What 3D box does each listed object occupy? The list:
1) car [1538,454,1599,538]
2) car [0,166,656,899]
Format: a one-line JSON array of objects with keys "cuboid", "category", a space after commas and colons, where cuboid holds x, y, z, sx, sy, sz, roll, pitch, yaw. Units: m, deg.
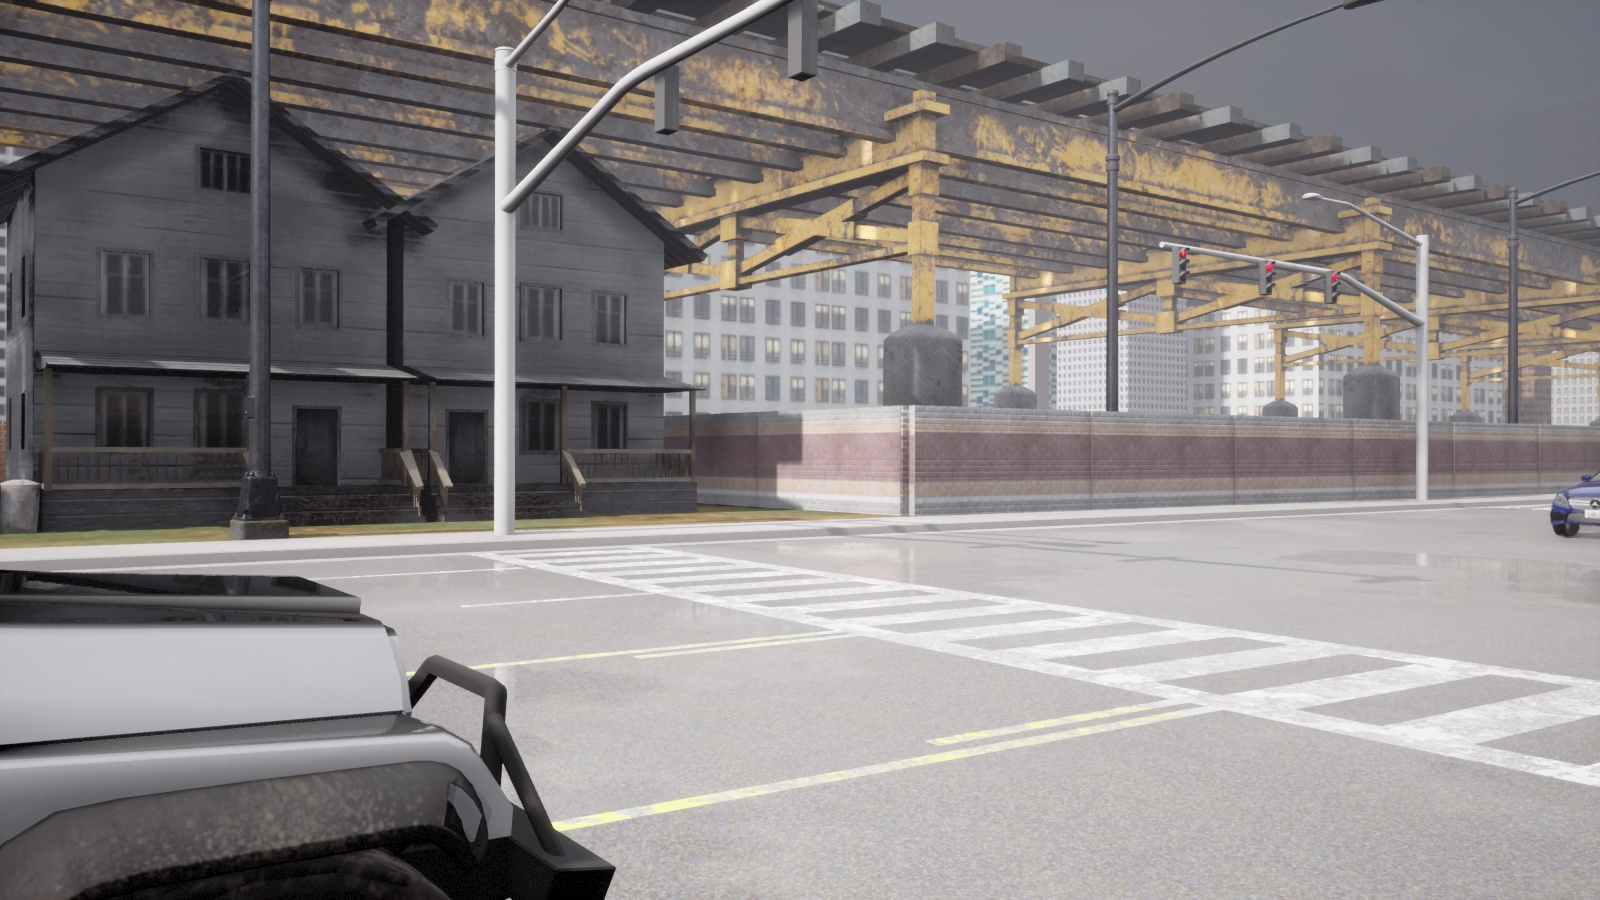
[{"cuboid": [15.642, 0.794, 23.067, 4.674, 1.442, 1.812, 0, 0, -35], "category": "car"}, {"cuboid": [-2.398, 0.551, 1.999, 3.866, 1.878, 1.905, 0, 0, -34], "category": "car"}]
